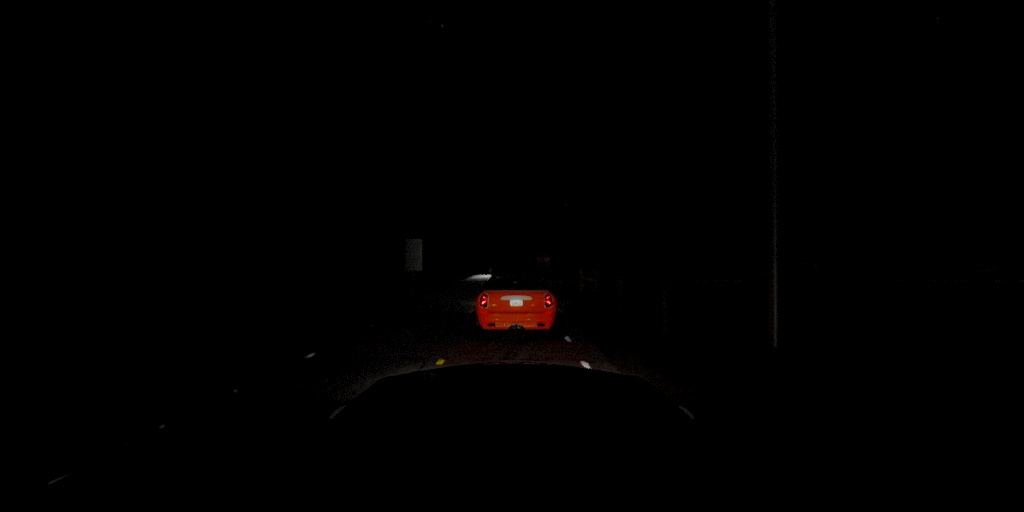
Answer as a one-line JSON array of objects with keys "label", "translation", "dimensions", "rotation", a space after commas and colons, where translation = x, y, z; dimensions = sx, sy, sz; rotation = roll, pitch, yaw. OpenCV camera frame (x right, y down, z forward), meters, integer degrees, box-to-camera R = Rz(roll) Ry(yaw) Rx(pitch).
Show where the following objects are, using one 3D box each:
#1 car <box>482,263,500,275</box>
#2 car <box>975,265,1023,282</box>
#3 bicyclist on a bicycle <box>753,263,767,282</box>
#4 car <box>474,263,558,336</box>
[{"label": "car", "translation": [-2.825, 1.697, 48.480], "dimensions": [2.128, 1.511, 4.902], "rotation": [0, 0, 0]}, {"label": "car", "translation": [44.386, 1.523, 31.939], "dimensions": [5.008, 1.535, 1.882], "rotation": [0, -2, 0]}, {"label": "bicyclist on a bicycle", "translation": [19.924, 1.381, 28.806], "dimensions": [0.582, 1.620, 1.656], "rotation": [0, -1, 0]}, {"label": "car", "translation": [0.098, 1.175, 10.820], "dimensions": [2.097, 1.767, 4.553], "rotation": [0, 0, 0]}]
